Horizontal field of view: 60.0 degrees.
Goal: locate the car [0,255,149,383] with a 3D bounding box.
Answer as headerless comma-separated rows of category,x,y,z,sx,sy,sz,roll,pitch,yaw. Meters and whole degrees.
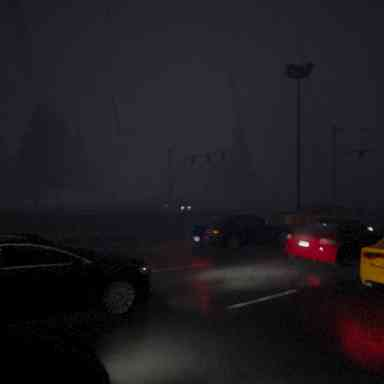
car,-2.840,1.496,1.700,4.892,1.490,1.837,0,0,-36

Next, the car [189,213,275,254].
car,2.056,1.580,13.755,4.674,1.442,1.812,0,0,-35

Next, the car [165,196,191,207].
car,-2.151,1.726,57.008,2.033,1.411,5.357,0,0,-28

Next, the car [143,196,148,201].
car,-9.482,1.729,75.549,1.812,1.442,4.674,0,0,-17

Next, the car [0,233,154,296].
car,-3.040,1.496,5.853,4.902,1.511,2.128,0,0,-35

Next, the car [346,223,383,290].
car,6.044,1.532,7.999,5.008,1.535,1.882,0,0,-35

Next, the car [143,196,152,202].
car,-11.477,1.781,85.422,1.994,1.385,4.181,0,0,-10

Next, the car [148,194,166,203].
car,-6.421,1.410,66.259,2.150,2.045,5.566,0,0,-21

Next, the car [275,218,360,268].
car,5.191,1.627,11.680,4.181,1.385,1.994,0,0,-35

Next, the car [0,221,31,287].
car,-6.767,1.540,7.525,5.357,1.411,2.033,0,0,-35
